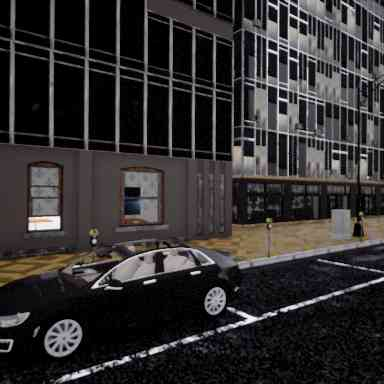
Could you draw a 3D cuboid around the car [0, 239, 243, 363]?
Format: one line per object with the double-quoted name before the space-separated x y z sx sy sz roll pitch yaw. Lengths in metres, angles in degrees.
"car" -1.069 1.554 5.789 4.403 1.369 2.008 0 0 -35
